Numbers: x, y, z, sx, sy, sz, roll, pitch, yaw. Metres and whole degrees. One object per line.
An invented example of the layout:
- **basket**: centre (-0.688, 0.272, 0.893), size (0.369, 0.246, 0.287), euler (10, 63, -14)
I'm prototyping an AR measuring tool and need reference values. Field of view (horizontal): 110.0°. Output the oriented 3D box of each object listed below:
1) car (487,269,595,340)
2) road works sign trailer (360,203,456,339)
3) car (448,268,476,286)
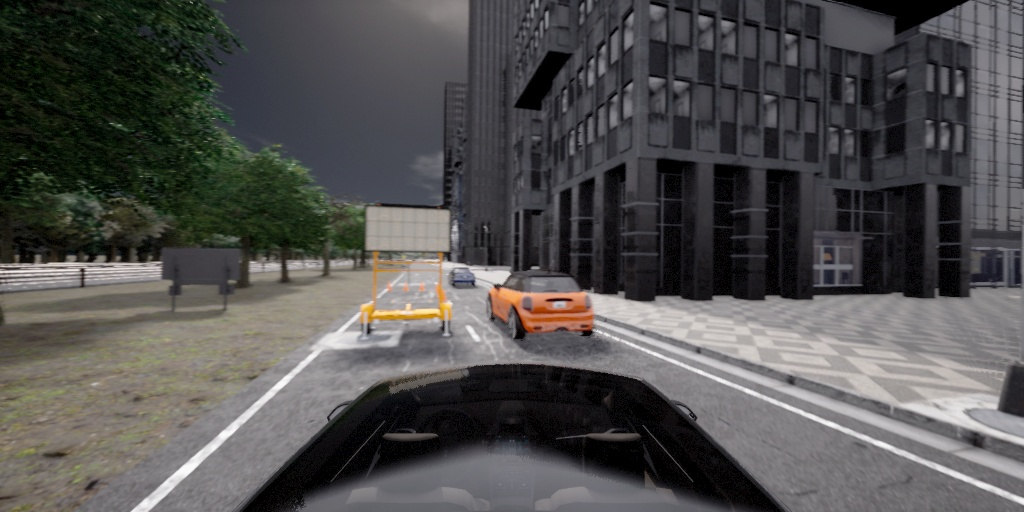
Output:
- **car**: centre (0.612, 1.229, 10.707), size (2.097, 1.767, 4.553), euler (1, -1, -14)
- **road works sign trailer**: centre (-3.038, 0.302, 10.476), size (2.380, 3.560, 2.880), euler (0, 0, -15)
- **car**: centre (-4.136, 1.640, 29.146), size (2.033, 1.411, 5.357), euler (1, -1, -14)
